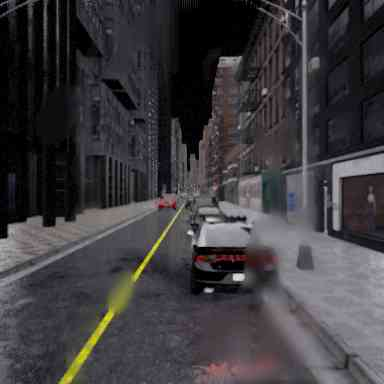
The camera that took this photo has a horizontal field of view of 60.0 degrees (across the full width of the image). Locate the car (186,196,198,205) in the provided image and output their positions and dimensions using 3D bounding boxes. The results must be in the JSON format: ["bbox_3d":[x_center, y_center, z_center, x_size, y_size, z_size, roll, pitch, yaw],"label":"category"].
[{"bbox_3d":[0.002,1.531,60.688,2.128,1.511,4.902,0,0,0],"label":"car"}]

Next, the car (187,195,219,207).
[{"bbox_3d":[0.901,1.240,24.874,2.150,2.045,5.566,0,0,0],"label":"car"}]

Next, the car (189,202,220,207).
[{"bbox_3d":[0.900,1.516,18.843,1.837,1.490,4.892,0,0,0],"label":"car"}]

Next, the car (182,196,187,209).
[{"bbox_3d":[0.007,1.536,46.136,1.837,1.490,4.892,0,0,0],"label":"car"}]

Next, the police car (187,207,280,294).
[{"bbox_3d":[0.900,1.430,8.952,1.930,1.638,5.238,0,0,0],"label":"police car"}]

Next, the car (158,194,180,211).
[{"bbox_3d":[-3.093,1.250,42.554,2.150,2.045,5.566,0,0,0],"label":"car"}]
